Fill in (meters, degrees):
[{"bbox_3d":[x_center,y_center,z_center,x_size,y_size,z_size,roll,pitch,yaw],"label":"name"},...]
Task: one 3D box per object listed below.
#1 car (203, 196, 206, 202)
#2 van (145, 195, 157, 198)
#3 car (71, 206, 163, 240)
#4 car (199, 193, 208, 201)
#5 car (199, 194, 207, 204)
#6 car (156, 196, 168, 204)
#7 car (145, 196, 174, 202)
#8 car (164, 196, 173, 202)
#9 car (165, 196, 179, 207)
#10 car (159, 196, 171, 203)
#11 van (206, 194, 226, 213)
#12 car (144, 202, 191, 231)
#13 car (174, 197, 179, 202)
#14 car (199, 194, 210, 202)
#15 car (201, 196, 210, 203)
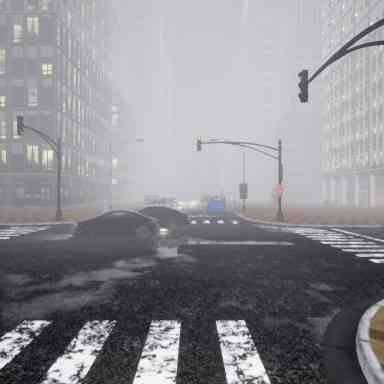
[{"bbox_3d":[2.658,1.544,41.424,1.887,1.381,4.507,0,0,0],"label":"car"},{"bbox_3d":[-5.718,1.341,47.001,1.690,1.788,3.998,0,0,0],"label":"van"},{"bbox_3d":[-3.709,1.563,16.446,4.181,1.385,1.994,0,0,-1],"label":"car"},{"bbox_3d":[2.850,1.309,85.736,2.192,1.841,5.009,0,0,0],"label":"car"},{"bbox_3d":[2.742,1.313,63.578,2.192,1.841,5.009,0,0,0],"label":"car"},{"bbox_3d":[-5.639,1.564,63.618,1.947,1.339,4.313,0,0,0],"label":"car"},{"bbox_3d":[-3.204,1.491,33.268,2.128,1.511,4.902,0,0,-1],"label":"car"},{"bbox_3d":[-5.558,1.578,80.236,1.802,1.307,4.206,0,0,0],"label":"car"},{"bbox_3d":[-3.089,1.477,53.193,1.882,1.535,5.008,0,0,1],"label":"car"},{"bbox_3d":[-5.612,1.548,69.157,2.008,1.369,4.403,0,0,0],"label":"car"},{"bbox_3d":[2.722,1.341,35.886,1.690,1.788,3.998,0,0,0],"label":"van"},{"bbox_3d":[-2.418,1.525,19.718,4.674,1.442,1.812,0,0,-1],"label":"car"},{"bbox_3d":[-3.148,1.547,43.054,2.033,1.411,5.357,0,0,0],"label":"car"},{"bbox_3d":[2.796,1.312,74.657,2.192,1.841,5.009,0,0,0],"label":"car"},{"bbox_3d":[2.768,1.542,69.117,1.887,1.381,4.507,0,0,0],"label":"car"}]
